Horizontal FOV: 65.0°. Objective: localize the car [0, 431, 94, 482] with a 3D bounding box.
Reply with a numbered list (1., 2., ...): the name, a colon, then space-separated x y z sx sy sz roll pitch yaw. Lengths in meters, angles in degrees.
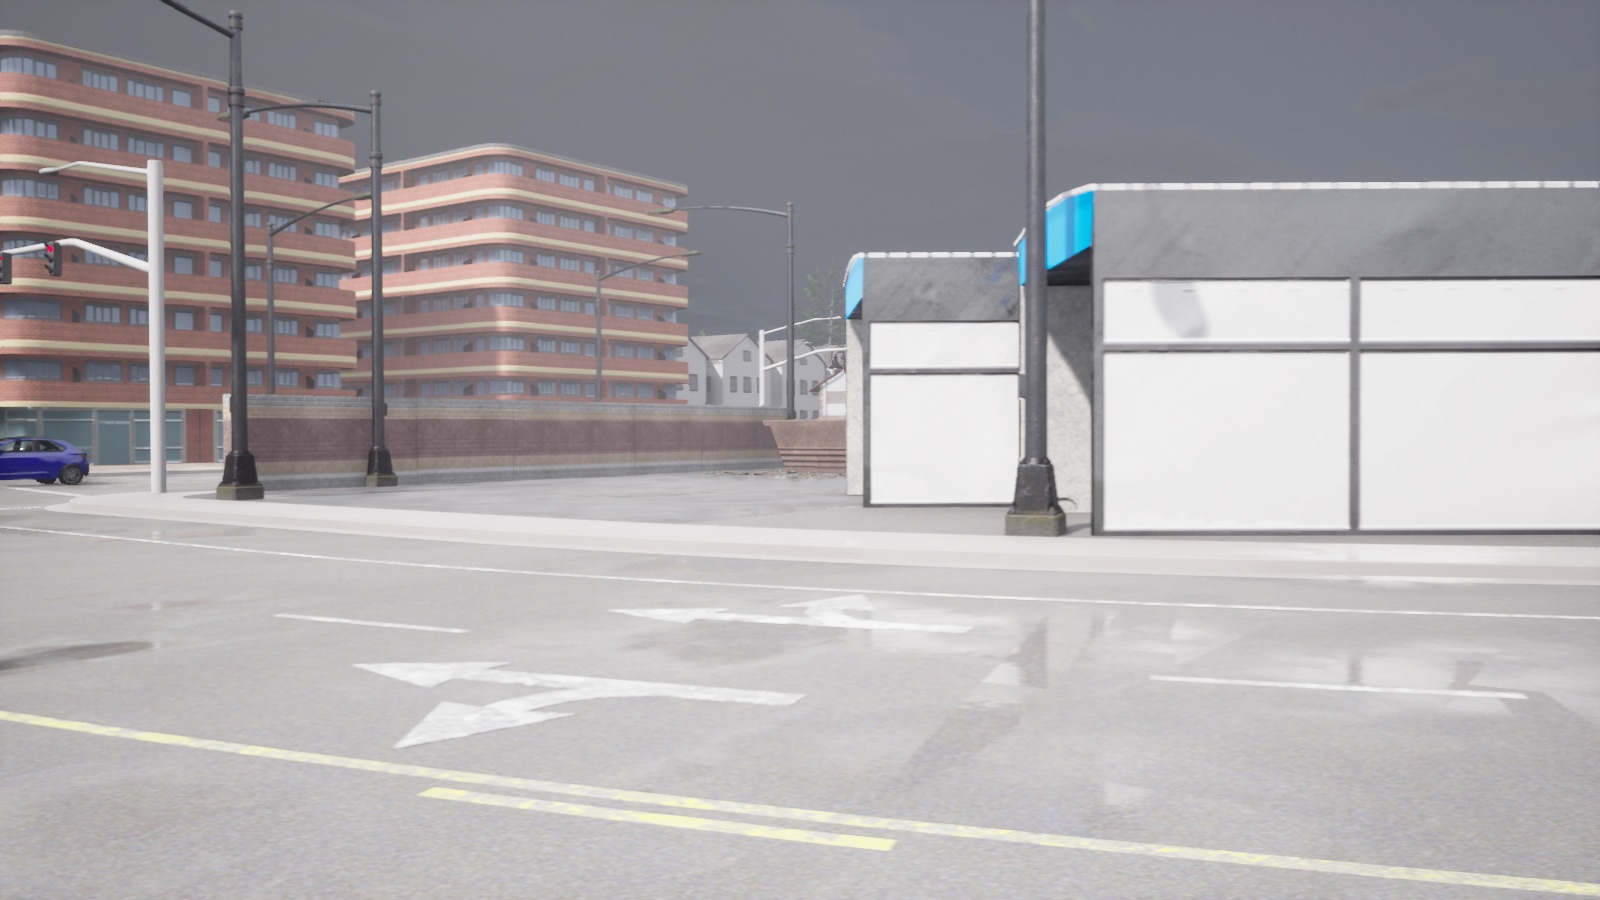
1. car: -23.546 0.181 37.216 1.816 1.474 4.193 1 1 34
